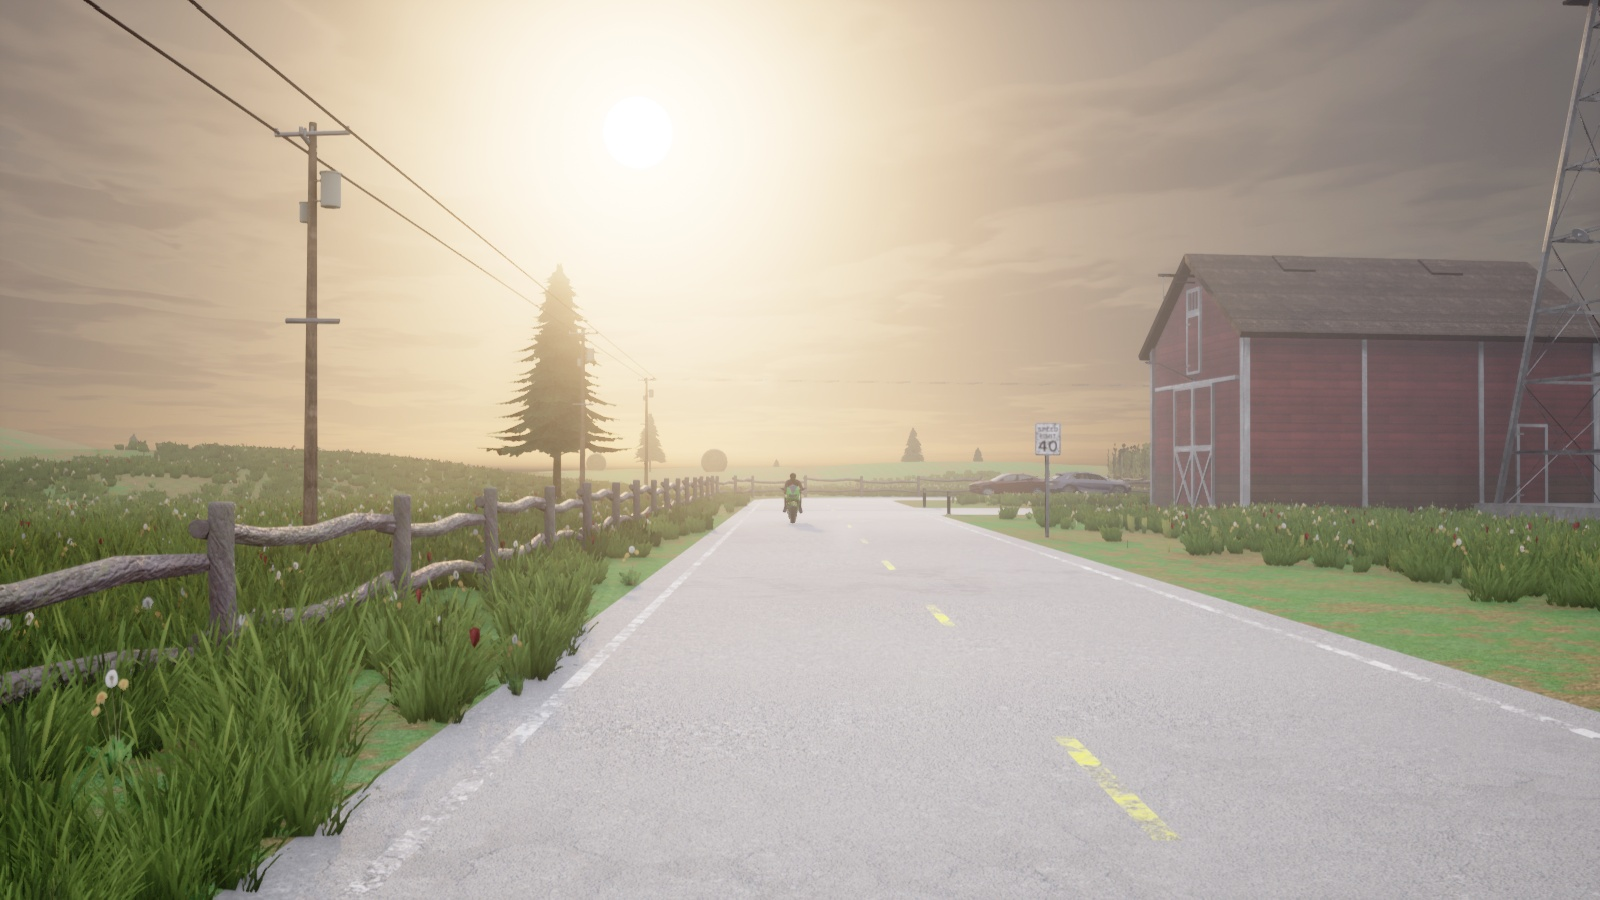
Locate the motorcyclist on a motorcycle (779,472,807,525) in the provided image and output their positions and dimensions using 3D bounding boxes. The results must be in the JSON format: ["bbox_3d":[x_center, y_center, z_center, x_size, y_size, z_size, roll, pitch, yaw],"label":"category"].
[{"bbox_3d":[-0.197,1.428,37.281,0.797,1.523,2.044,0,-1,0],"label":"motorcyclist on a motorcycle"}]

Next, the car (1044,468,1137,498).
[{"bbox_3d":[16.851,1.911,73.029,4.856,1.649,2.033,0,-1,-5],"label":"car"}]

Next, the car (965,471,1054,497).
[{"bbox_3d":[12.618,2.023,75.796,5.008,1.535,1.882,0,-1,-6],"label":"car"}]
